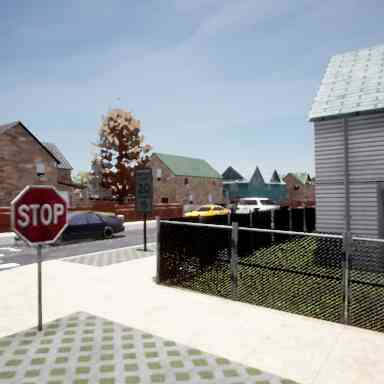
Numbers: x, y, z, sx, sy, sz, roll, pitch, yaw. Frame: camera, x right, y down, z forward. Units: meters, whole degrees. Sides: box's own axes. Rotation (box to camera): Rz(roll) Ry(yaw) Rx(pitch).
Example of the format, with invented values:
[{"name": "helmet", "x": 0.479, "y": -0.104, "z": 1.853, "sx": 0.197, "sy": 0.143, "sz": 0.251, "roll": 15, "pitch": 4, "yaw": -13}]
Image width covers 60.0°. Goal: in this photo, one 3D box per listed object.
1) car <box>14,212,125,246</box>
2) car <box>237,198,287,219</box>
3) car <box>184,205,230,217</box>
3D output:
[{"name": "car", "x": -5.770, "y": 1.732, "z": 16.510, "sx": 2.033, "sy": 1.411, "sz": 5.357, "roll": -2, "pitch": -2, "yaw": 35}, {"name": "car", "x": 5.738, "y": 1.531, "z": 27.980, "sx": 2.150, "sy": 2.045, "sz": 5.566, "roll": -2, "pitch": -2, "yaw": 35}, {"name": "car", "x": 1.286, "y": 1.804, "z": 26.579, "sx": 1.882, "sy": 1.535, "sz": 5.008, "roll": -2, "pitch": -1, "yaw": 35}]
